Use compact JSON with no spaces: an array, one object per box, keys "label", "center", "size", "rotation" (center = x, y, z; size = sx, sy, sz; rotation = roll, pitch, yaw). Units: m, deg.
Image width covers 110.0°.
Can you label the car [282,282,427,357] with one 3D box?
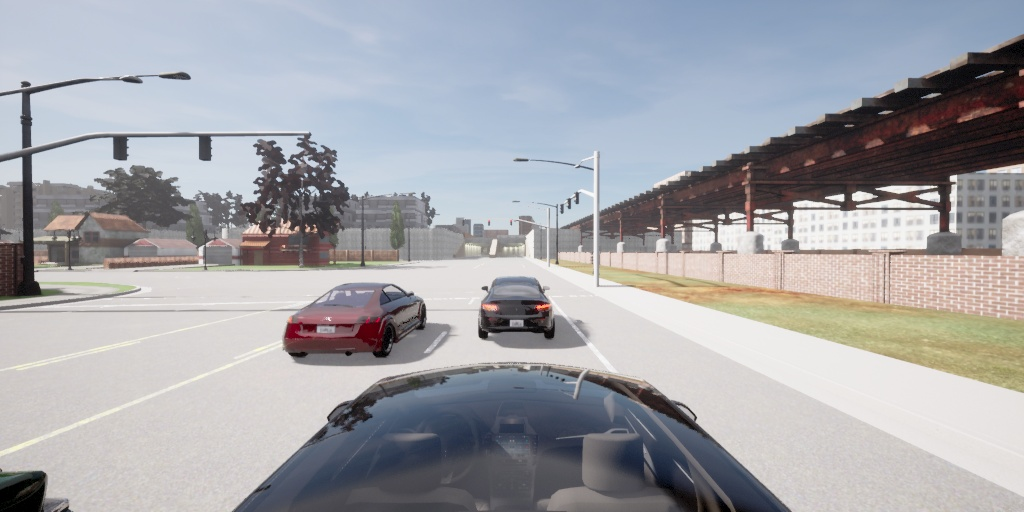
[{"label":"car","center":[-3.397,1.315,8.555],"size":[1.994,1.385,4.181],"rotation":[0,0,0]}]

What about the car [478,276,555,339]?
[{"label":"car","center":[0.105,1.277,10.018],"size":[1.812,1.442,4.674],"rotation":[0,0,0]}]
